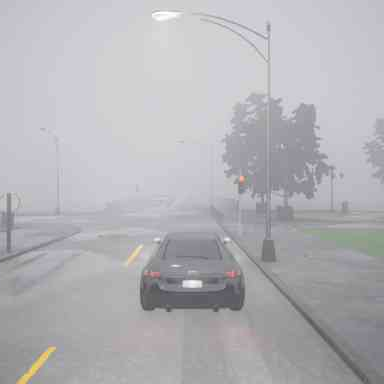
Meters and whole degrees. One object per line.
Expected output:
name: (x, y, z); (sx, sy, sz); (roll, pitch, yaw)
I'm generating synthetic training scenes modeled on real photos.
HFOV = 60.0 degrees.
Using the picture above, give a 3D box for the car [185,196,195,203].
car: (-0.441, 1.478, 69.763); (1.882, 1.535, 5.008); (0, 0, 0)

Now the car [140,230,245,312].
car: (0.004, 1.564, 7.779); (1.994, 1.385, 4.181); (0, 0, 0)

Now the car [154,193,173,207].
car: (-4.495, 1.221, 50.995); (2.150, 2.045, 5.566); (0, 0, -1)

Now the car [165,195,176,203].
car: (-4.554, 1.525, 71.489); (2.128, 1.511, 4.902); (0, 0, 0)

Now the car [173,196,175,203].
car: (-4.537, 1.547, 61.247); (2.033, 1.411, 5.357); (0, 0, 0)
